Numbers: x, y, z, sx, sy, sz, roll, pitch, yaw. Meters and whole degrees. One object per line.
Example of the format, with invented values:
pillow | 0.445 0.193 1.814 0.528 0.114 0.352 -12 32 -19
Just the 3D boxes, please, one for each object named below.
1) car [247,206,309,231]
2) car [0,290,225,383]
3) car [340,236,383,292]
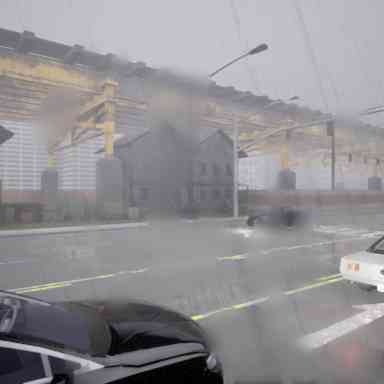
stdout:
car | 5.393 1.572 20.712 4.181 1.385 1.994 0 0 -35
car | -1.926 1.491 2.372 4.902 1.511 2.128 0 0 -35
car | 5.590 1.605 7.757 4.718 1.301 1.895 0 0 -35
